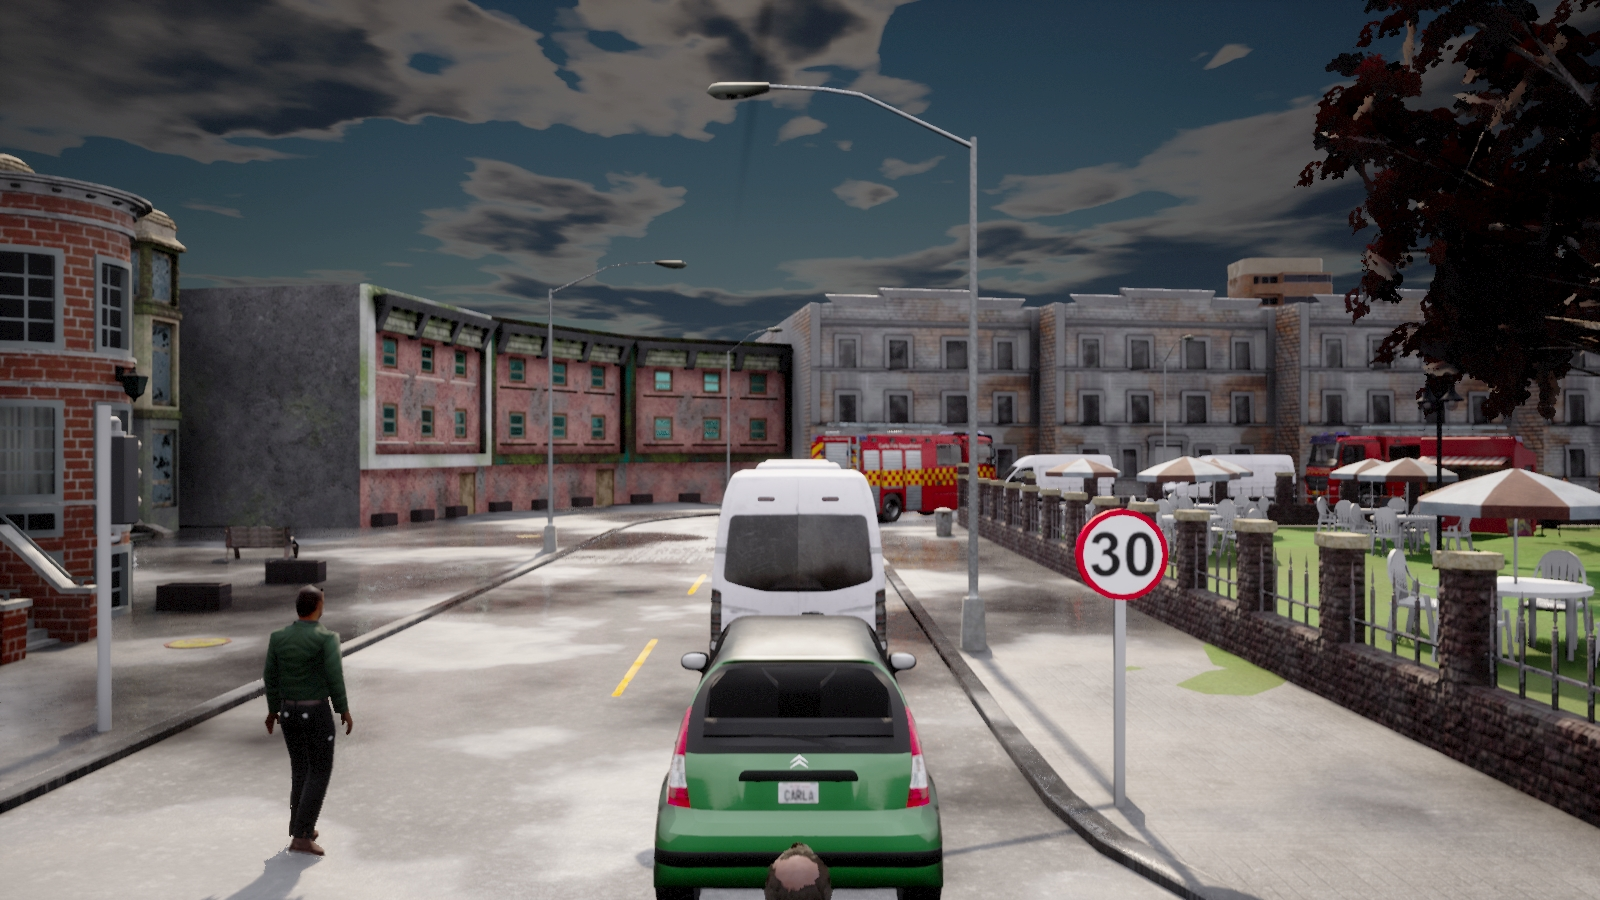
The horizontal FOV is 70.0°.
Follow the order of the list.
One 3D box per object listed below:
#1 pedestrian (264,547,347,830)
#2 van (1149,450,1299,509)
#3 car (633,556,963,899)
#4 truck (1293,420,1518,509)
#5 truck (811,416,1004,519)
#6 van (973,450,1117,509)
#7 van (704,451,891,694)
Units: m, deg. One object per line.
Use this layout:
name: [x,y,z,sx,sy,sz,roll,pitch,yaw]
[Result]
pedestrian: [-3.416,1.622,7.897,0.375,1.860,0.375,0,0,14]
van: [18.656,1.280,50.451,5.915,2.561,1.988,0,0,0]
car: [-0.015,1.773,8.404,1.851,1.617,3.988,0,0,0]
truck: [26.739,0.635,50.712,8.468,3.827,2.891,0,0,0]
truck: [4.502,0.640,46.246,8.468,3.827,2.891,0,0,-43]
van: [10.768,1.280,50.429,5.915,2.561,1.988,0,0,0]
van: [-0.025,1.304,15.105,1.988,2.561,5.915,0,0,0]
